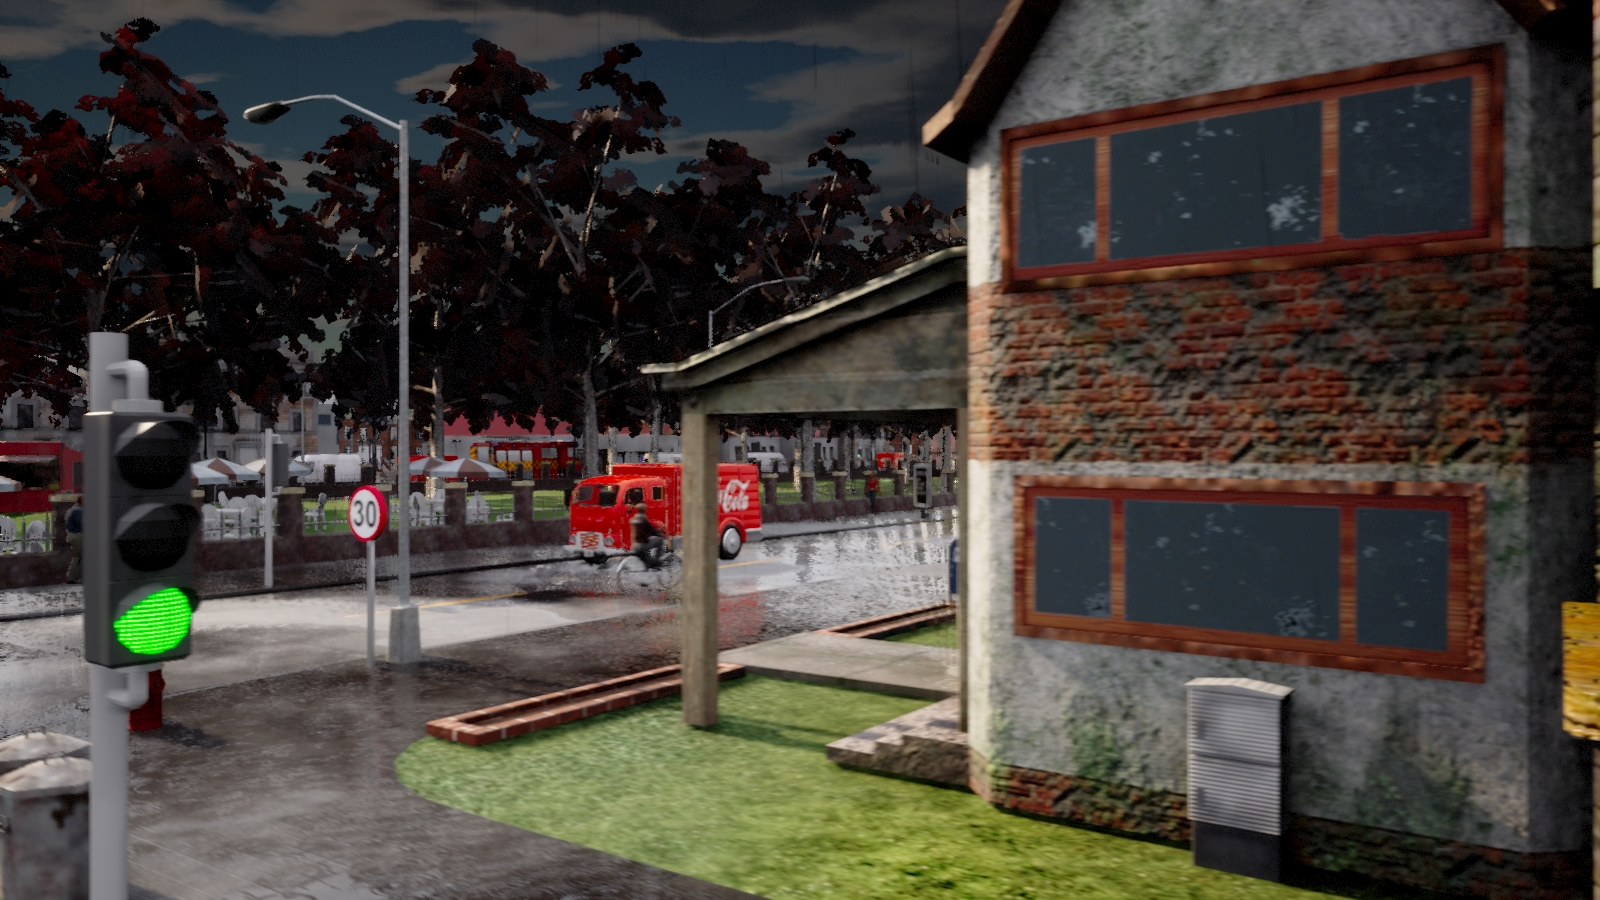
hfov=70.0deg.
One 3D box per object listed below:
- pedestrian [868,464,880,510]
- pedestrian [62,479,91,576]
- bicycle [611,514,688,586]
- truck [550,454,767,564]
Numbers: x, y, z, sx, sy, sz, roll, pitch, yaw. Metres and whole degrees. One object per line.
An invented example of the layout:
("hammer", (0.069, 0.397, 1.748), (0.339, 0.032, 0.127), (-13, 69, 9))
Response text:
("pedestrian", (3.063, 1.526, 47.242), (0.375, 1.860, 0.375), (0, 0, 35))
("pedestrian", (-14.242, 1.516, 22.483), (0.375, 1.860, 0.375), (0, 0, 37))
("bicycle", (-2.934, 1.940, 22.493), (0.329, 1.271, 1.835), (0, 0, 36))
("truck", (-3.419, 1.348, 28.670), (2.627, 2.467, 5.204), (0, 0, 35))
